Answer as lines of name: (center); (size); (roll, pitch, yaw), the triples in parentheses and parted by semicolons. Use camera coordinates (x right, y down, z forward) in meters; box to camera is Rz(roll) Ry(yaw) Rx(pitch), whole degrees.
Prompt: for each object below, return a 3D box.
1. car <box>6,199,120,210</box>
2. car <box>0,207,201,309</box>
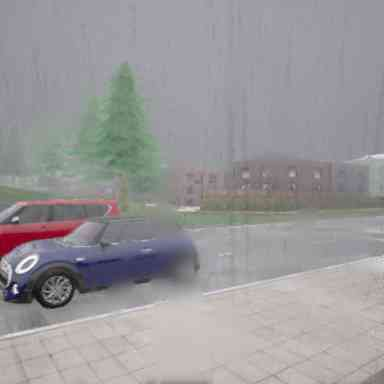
car: (-4.761, 1.241, 10.419); (5.566, 2.045, 2.150); (1, 0, -35)
car: (-2.052, 1.380, 8.048); (4.553, 1.767, 2.097); (1, 0, -35)
